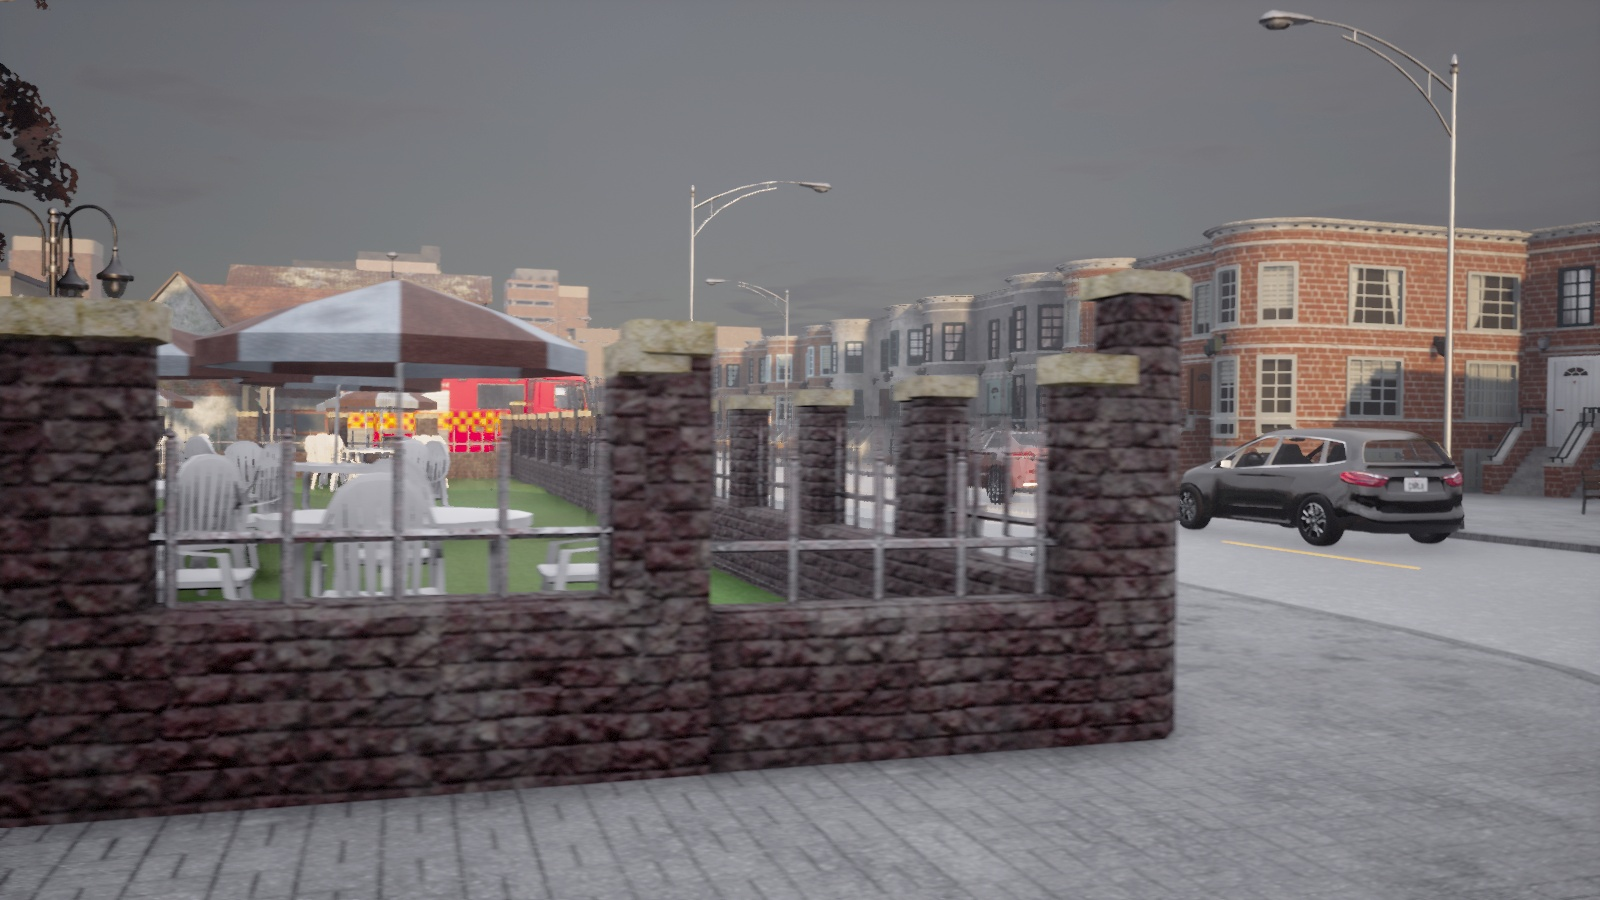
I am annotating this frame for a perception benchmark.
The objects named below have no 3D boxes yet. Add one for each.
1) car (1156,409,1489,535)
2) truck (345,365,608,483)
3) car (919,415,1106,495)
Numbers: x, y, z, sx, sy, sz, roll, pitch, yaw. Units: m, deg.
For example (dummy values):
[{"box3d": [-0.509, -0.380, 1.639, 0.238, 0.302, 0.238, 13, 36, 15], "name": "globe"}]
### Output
[{"box3d": [7.784, 0.253, 19.292, 2.242, 1.667, 4.611, -1, 1, -18], "name": "car"}, {"box3d": [-11.148, -0.929, 43.424, 8.468, 3.827, 2.891, -1, 1, -18], "name": "truck"}, {"box3d": [4.722, 0.071, 28.766, 2.152, 1.651, 5.027, -1, 1, -18], "name": "car"}]
